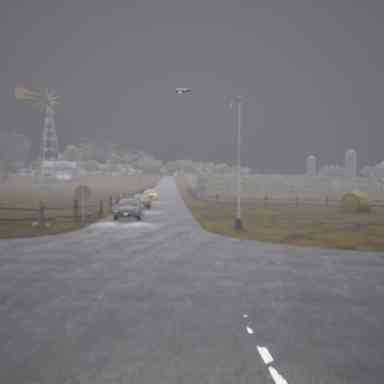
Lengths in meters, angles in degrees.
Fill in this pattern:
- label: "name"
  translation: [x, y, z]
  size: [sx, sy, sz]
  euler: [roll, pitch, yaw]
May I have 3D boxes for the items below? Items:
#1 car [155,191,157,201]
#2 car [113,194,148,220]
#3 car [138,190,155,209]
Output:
- label: "car"
  translation: [-6.036, 0.418, 48.265]
  size: [1.882, 1.535, 5.008]
  euler: [0, 3, -4]
- label: "car"
  translation: [-4.509, 1.158, 24.290]
  size: [1.837, 1.490, 4.892]
  euler: [0, 1, -4]
- label: "car"
  translation: [-5.165, 0.882, 34.469]
  size: [1.882, 1.535, 5.008]
  euler: [0, 2, -4]
